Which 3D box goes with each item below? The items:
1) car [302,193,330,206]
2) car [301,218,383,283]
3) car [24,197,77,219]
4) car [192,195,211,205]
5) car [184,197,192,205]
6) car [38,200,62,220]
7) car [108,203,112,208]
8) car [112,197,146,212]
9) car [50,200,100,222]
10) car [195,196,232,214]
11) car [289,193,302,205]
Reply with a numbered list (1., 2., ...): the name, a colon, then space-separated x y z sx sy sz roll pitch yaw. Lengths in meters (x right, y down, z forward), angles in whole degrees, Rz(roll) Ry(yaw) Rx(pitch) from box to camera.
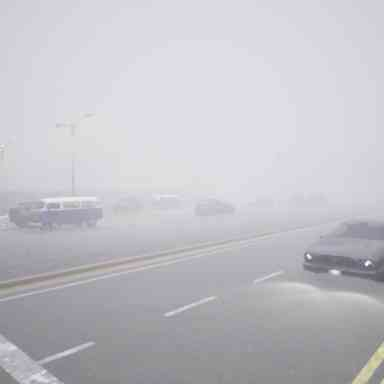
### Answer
1. car: 18.739 1.054 49.674 1.932 1.855 4.605 -2 0 43
2. car: 5.234 1.513 9.910 2.033 1.411 5.357 -2 0 43
3. car: -15.967 1.724 37.731 1.932 1.855 4.605 -2 0 43
4. car: 2.429 1.489 65.192 1.905 1.878 3.866 -2 0 43
5. car: 0.343 1.784 67.193 1.970 1.475 3.806 -2 0 43
6. car: -13.983 1.882 35.918 1.784 1.438 3.905 -2 0 43
7. car: -11.671 1.937 54.514 1.784 1.438 3.905 -2 0 43
8. car: -9.620 1.671 52.474 1.932 1.855 4.605 -2 0 43
9. car: -11.884 1.858 33.924 1.970 1.475 3.806 -2 0 43
10. car: 2.695 1.588 40.902 1.970 1.475 3.806 -2 0 43
11. car: 16.679 1.112 51.706 1.905 1.878 3.866 -2 0 43
